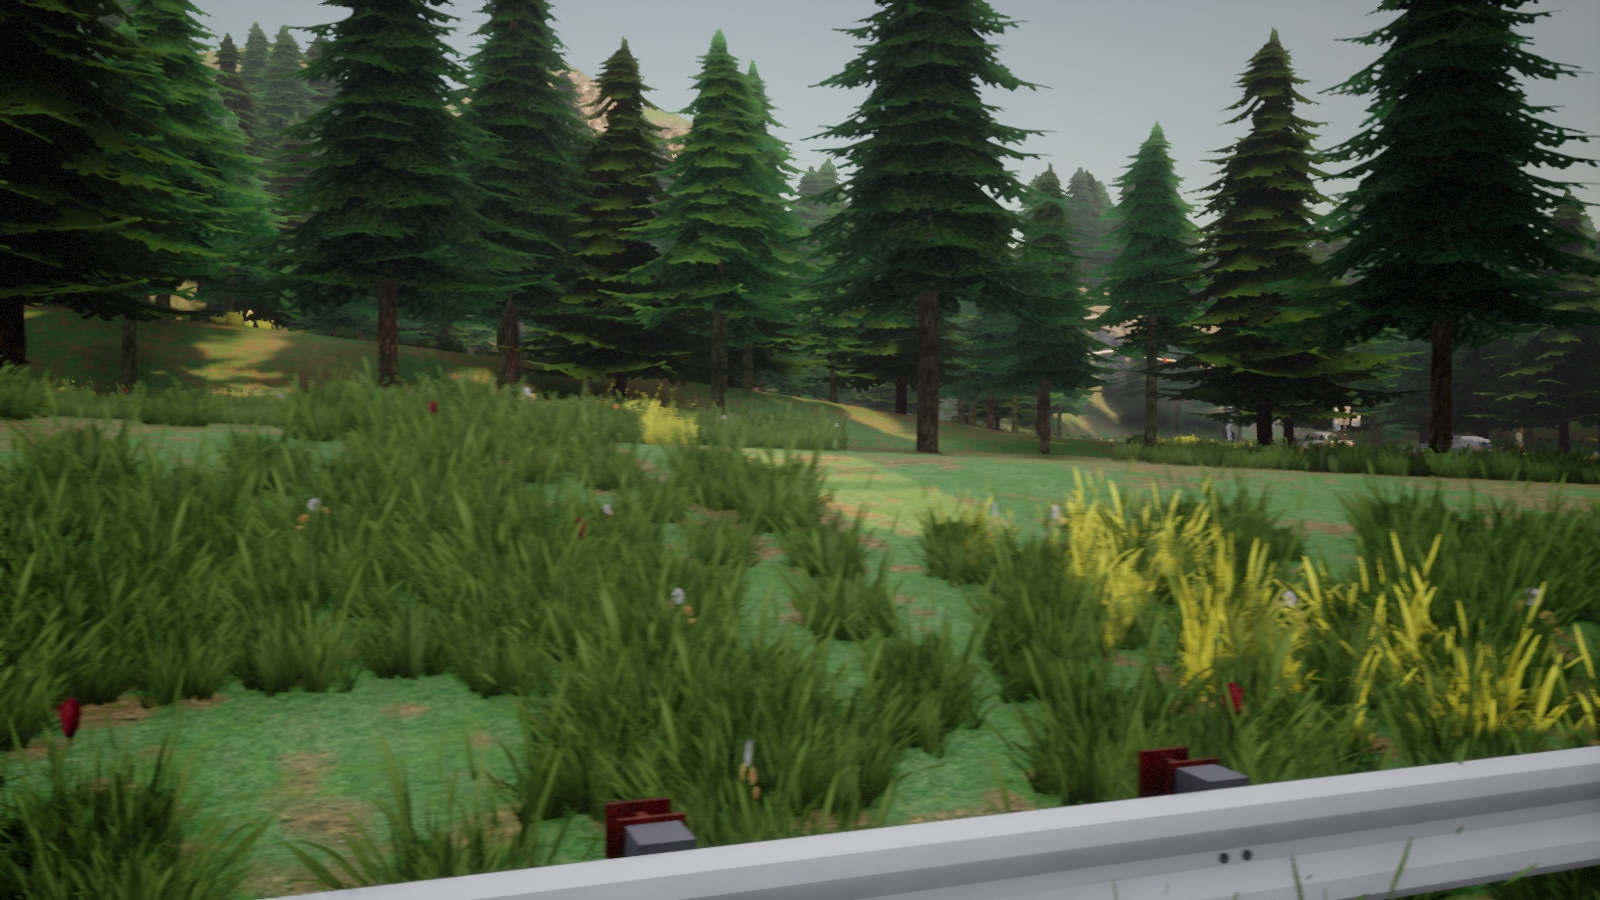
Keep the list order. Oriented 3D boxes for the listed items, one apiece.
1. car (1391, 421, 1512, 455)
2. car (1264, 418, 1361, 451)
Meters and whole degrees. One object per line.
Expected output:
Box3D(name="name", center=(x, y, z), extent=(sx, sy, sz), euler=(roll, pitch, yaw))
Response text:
Box3D(name="car", center=(30.113, -0.585, 58.212), extent=(2.163, 1.488, 4.792), euler=(-1, 1, -20))
Box3D(name="car", center=(27.116, -0.845, 66.595), extent=(2.242, 1.667, 4.611), euler=(-1, 1, -20))
